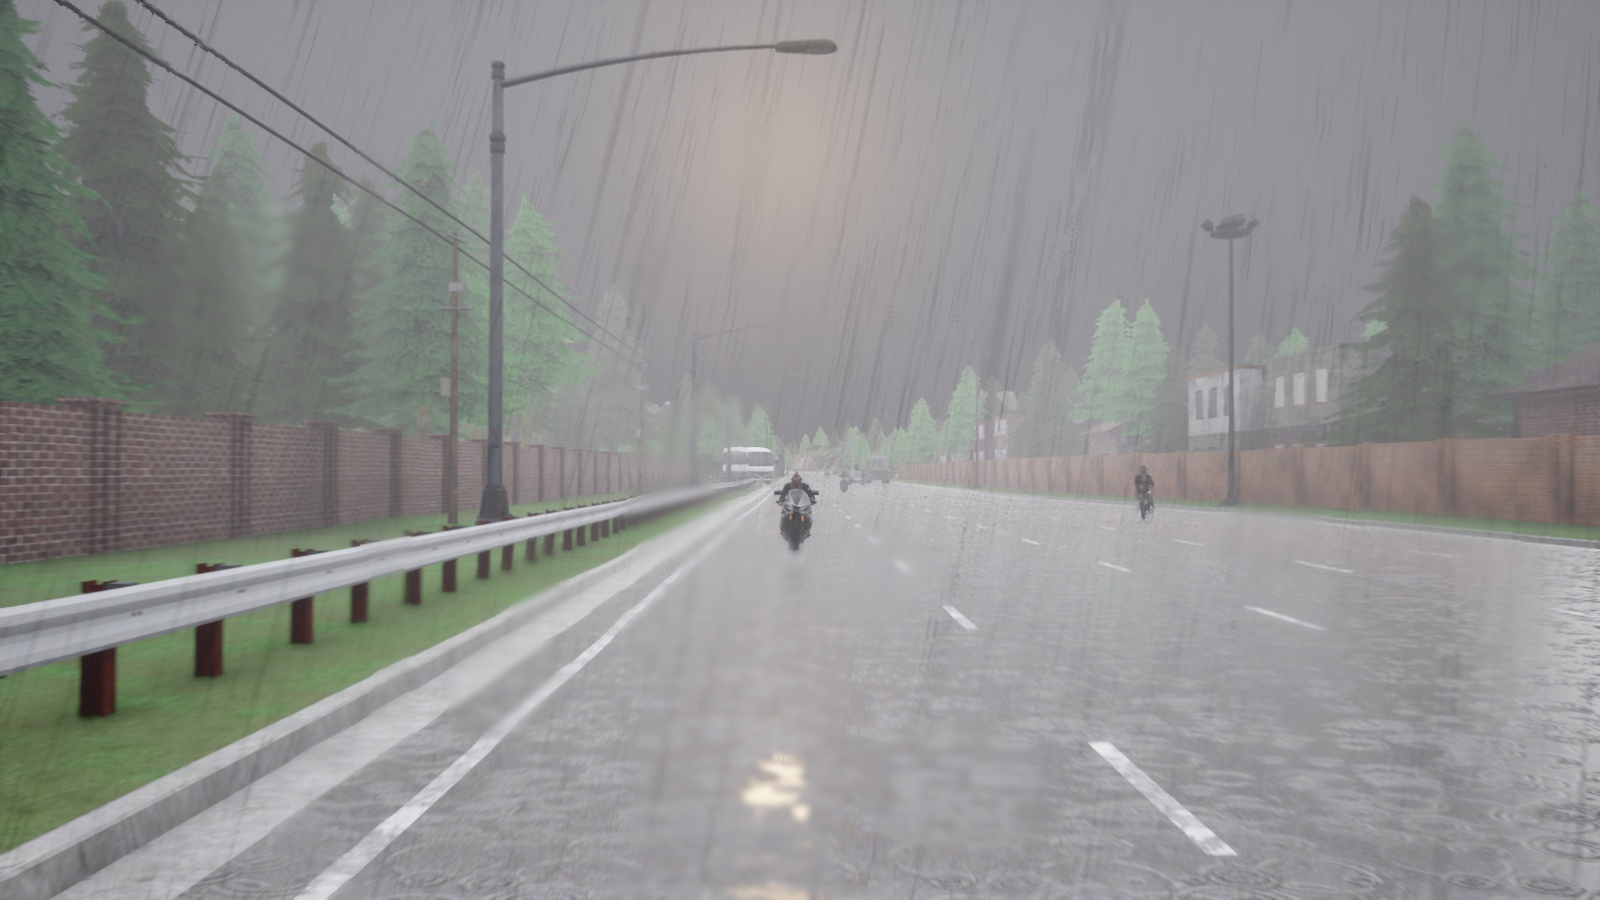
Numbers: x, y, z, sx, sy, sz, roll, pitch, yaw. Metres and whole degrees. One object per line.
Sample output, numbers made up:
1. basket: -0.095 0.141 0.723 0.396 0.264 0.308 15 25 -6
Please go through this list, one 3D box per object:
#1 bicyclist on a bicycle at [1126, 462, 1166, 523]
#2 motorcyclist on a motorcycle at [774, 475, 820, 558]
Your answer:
1. bicyclist on a bicycle: 10.407 1.275 37.842 0.659 1.776 1.843 0 -1 0
2. motorcyclist on a motorcycle: -0.060 1.259 24.518 0.866 1.530 2.191 0 -1 0
